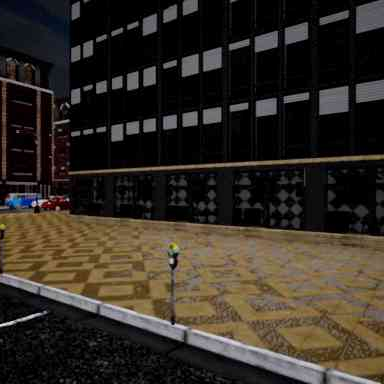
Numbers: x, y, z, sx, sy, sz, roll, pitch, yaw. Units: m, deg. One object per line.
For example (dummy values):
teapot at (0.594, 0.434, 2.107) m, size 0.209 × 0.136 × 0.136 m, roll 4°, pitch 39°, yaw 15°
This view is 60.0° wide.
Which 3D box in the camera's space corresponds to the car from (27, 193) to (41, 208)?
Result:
car at (-16.780, 1.206, 39.904) m, size 1.812 × 1.442 × 4.674 m, roll 0°, pitch 1°, yaw 35°

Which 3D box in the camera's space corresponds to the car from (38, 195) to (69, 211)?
car at (-13.512, 1.262, 35.105) m, size 1.887 × 1.381 × 4.507 m, roll 1°, pitch 1°, yaw 35°

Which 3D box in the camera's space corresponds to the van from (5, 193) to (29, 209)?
van at (-19.988, 1.042, 39.590) m, size 1.690 × 1.788 × 3.998 m, roll 1°, pitch 1°, yaw 35°

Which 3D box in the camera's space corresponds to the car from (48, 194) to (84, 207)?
car at (-16.751, 1.071, 44.230) m, size 1.967 × 1.590 × 4.097 m, roll 1°, pitch 1°, yaw 35°
